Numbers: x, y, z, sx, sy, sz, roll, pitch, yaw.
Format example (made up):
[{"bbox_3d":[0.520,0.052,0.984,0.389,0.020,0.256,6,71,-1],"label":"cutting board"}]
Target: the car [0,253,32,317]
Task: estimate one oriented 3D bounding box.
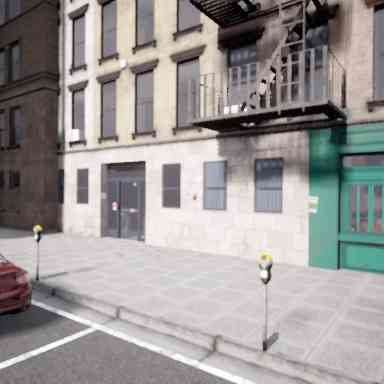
[{"bbox_3d":[-4.577,1.521,6.120,4.206,1.307,1.802,1,0,36],"label":"car"}]
